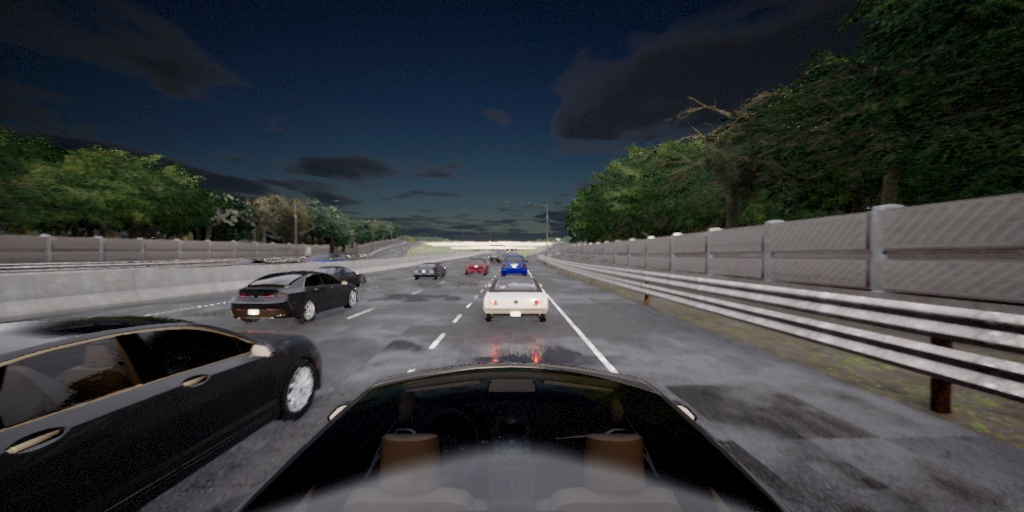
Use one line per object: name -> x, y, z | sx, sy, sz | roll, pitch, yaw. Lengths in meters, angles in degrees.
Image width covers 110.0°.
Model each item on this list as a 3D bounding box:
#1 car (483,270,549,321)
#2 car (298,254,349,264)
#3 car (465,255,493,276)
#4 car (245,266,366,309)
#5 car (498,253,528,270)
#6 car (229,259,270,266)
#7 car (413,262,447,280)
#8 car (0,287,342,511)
car -> 0.114, 1.345, 12.340 | 1.895, 1.301, 4.718 | 0, 0, 0
car -> -20.933, 0.802, 40.182 | 2.150, 2.045, 5.566 | 0, 0, 1
car -> -3.377, 0.989, 35.941 | 2.097, 1.767, 4.553 | 0, 1, 0
car -> -6.886, 1.248, 11.983 | 1.837, 1.490, 4.892 | 0, 0, 0
car -> 0.190, 0.909, 30.821 | 2.150, 2.045, 5.566 | 0, 0, 0
car -> -27.946, 1.112, 38.175 | 1.837, 1.490, 4.892 | 0, 0, 1
car -> -6.813, 1.238, 30.269 | 2.033, 1.411, 5.357 | 0, 0, 0
car -> -3.499, 1.255, 2.928 | 1.837, 1.490, 4.892 | 0, 0, 0
